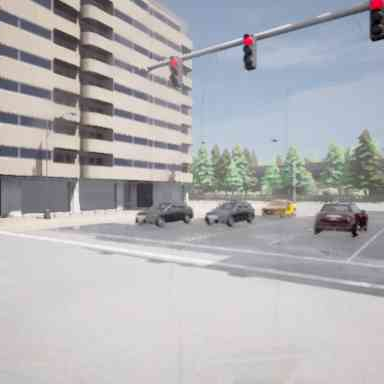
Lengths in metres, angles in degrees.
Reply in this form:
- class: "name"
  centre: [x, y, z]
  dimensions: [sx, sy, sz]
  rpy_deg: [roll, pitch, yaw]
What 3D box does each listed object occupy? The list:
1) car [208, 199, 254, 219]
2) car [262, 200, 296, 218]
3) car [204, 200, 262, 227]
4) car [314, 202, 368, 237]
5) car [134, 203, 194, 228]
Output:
- class: "car"
  centre: [3.684, 1.482, 30.408]
  dimensions: [2.128, 1.511, 4.902]
  rpy_deg: [0, 0, 35]
- class: "car"
  centre: [8.030, 1.472, 30.508]
  dimensions: [1.882, 1.535, 5.008]
  rpy_deg: [0, 0, 35]
- class: "car"
  centre: [2.642, 1.486, 22.817]
  dimensions: [2.128, 1.511, 4.902]
  rpy_deg: [0, 0, 35]
- class: "car"
  centre: [8.351, 1.350, 18.463]
  dimensions: [2.097, 1.767, 4.553]
  rpy_deg: [0, 0, 35]
- class: "car"
  centre: [-1.801, 1.483, 22.570]
  dimensions: [2.128, 1.511, 4.902]
  rpy_deg: [0, 0, 35]
